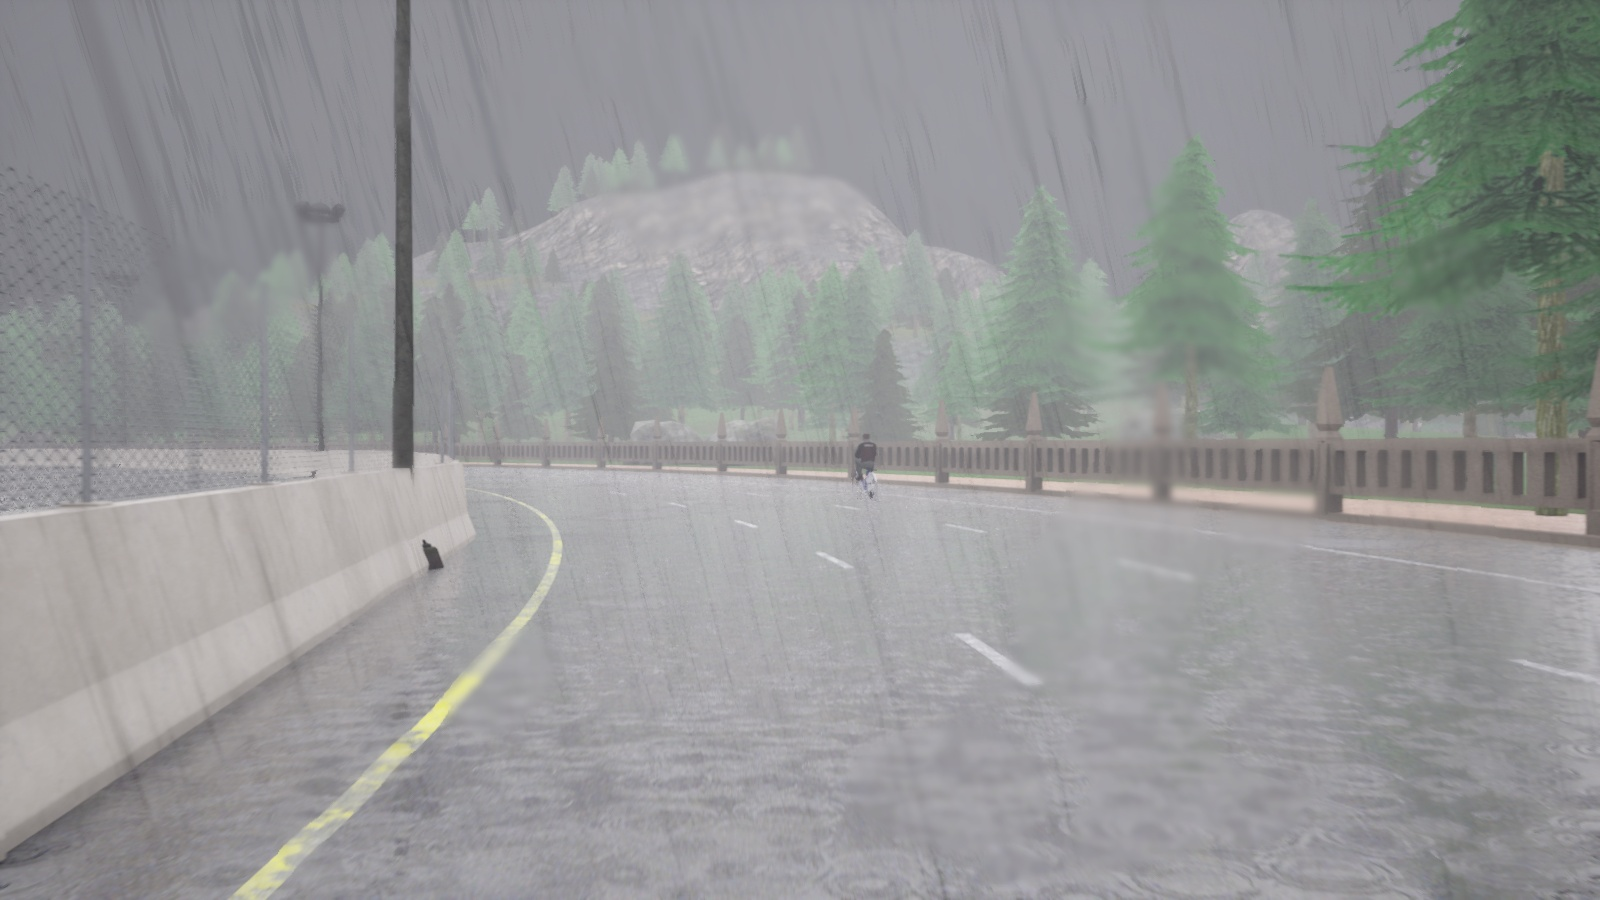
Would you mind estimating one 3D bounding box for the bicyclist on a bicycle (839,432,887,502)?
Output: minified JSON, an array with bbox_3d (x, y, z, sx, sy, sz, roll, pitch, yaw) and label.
[{"bbox_3d":[1.635,0.432,32.988,0.659,1.776,1.843,0,1,-18],"label":"bicyclist on a bicycle"}]
